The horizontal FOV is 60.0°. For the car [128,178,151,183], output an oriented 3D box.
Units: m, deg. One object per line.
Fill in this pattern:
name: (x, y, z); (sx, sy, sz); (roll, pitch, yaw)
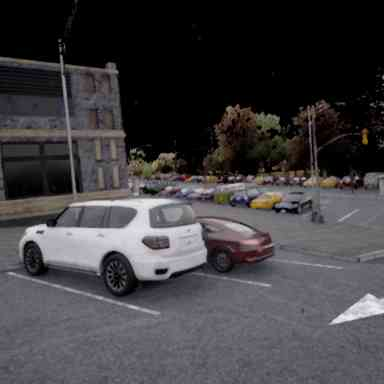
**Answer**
car: (-10.982, -1.182, 65.026); (2.185, 1.767, 4.553); (1, 7, 44)

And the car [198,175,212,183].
car: (4.492, -2.871, 74.689); (2.097, 1.535, 5.008); (1, 6, 45)

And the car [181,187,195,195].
car: (1.358, 0.189, 40.834); (2.002, 1.452, 4.674); (0, 7, 41)

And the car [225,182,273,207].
car: (5.718, 0.399, 32.883); (2.185, 1.767, 4.553); (0, 6, 40)

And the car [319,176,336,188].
car: (19.546, -1.442, 45.914); (1.946, 1.575, 5.366); (0, 6, 41)

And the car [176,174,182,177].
car: (-0.507, -3.698, 85.445); (5.566, 2.045, 2.435); (-7, 6, -44)

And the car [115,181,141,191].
car: (-13.576, -1.340, 70.478); (2.097, 1.535, 5.008); (0, 7, 45)

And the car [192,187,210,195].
car: (2.795, 0.277, 38.181); (2.231, 1.521, 4.892); (0, 7, 41)

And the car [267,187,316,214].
car: (8.585, 0.810, 27.637); (2.163, 1.488, 4.792); (0, 7, 40)

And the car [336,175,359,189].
car: (20.843, -1.422, 43.161); (2.185, 1.767, 4.553); (0, 6, 41)

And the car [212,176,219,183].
car: (7.097, -2.567, 69.391); (2.163, 1.488, 4.792); (1, 6, 44)

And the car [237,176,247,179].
car: (11.069, -2.315, 61.436); (2.185, 1.767, 4.553); (2, 6, 43)

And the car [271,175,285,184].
car: (15.167, -1.757, 53.565); (2.002, 1.452, 4.674); (1, 6, 42)

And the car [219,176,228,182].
car: (8.368, -2.424, 66.684); (2.163, 1.488, 4.792); (2, 6, 44)

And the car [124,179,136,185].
car: (-16.523, -2.702, 88.296); (1.812, 1.442, 4.674); (-6, 5, -24)

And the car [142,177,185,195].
car: (-4.301, -0.621, 51.504); (2.435, 2.045, 5.566); (0, 7, 43)

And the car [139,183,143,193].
car: (-5.675, -0.502, 54.189); (2.097, 1.535, 5.008); (0, 7, 43)

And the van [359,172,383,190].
van: (22.252, -1.394, 40.517); (1.878, 1.987, 4.442); (1, 6, 41)

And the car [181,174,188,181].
car: (0.601, -3.286, 82.613); (5.366, 1.575, 1.946); (-7, 7, -44)

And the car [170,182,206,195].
car: (-0.085, 0.063, 43.489); (2.002, 1.452, 4.674); (0, 7, 42)

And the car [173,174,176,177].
car: (-1.762, -3.559, 88.125); (4.792, 1.488, 2.163); (-7, 7, -44)

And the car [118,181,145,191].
car: (-12.276, -1.197, 67.757); (2.231, 1.521, 4.892); (1, 7, 45)

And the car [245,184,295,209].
car: (7.366, 0.615, 30.438); (1.946, 1.575, 5.366); (0, 6, 40)

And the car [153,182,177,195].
car: (-2.901, -0.197, 48.823); (2.002, 1.452, 4.674); (1, 7, 42)

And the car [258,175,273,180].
car: (13.751, -2.048, 56.145); (2.185, 1.767, 4.553); (1, 6, 43)

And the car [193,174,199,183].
car: (3.203, -3.136, 77.339); (2.185, 1.767, 4.553); (1, 6, 45)

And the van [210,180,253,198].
van: (4.323, 0.161, 35.615); (1.878, 1.987, 4.442); (0, 7, 41)

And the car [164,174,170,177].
car: (-4.344, -3.869, 93.423); (5.366, 1.575, 1.946); (-8, 7, -44)

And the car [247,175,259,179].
car: (12.531, -2.076, 58.935); (1.946, 1.575, 5.366); (1, 6, 43)

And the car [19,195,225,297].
car: (-2.248, 1.215, 8.752); (5.566, 2.045, 2.435); (-1, 0, 35)

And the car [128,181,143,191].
car: (-8.357, -0.776, 59.592); (2.097, 1.535, 5.008); (1, 7, 44)

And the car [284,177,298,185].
car: (16.572, -1.630, 50.962); (2.002, 1.452, 4.674); (1, 6, 42)

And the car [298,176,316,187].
car: (17.873, -1.531, 48.222); (1.946, 1.575, 5.366); (1, 6, 41)

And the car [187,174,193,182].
car: (1.971, -3.155, 80.053); (4.892, 1.521, 2.231); (-8, 6, -44)

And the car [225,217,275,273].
car: (0.251, 1.487, 10.474); (4.674, 1.452, 2.002); (-1, 0, 35)

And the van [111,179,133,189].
van: (-16.030, -1.869, 76.011); (4.442, 1.987, 1.878); (-10, 7, -44)

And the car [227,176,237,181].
car: (9.704, -2.321, 64.061); (2.097, 1.535, 5.008); (1, 6, 44)

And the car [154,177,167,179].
car: (-5.090, -1.469, 63.677); (2.097, 1.767, 4.553); (-6, 5, -26)

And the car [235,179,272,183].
car: (7.032, -0.318, 40.349); (2.097, 1.767, 4.553); (-6, 5, -29)

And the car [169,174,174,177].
car: (-2.959, -3.711, 90.876); (4.792, 1.488, 2.163); (-7, 6, -44)
